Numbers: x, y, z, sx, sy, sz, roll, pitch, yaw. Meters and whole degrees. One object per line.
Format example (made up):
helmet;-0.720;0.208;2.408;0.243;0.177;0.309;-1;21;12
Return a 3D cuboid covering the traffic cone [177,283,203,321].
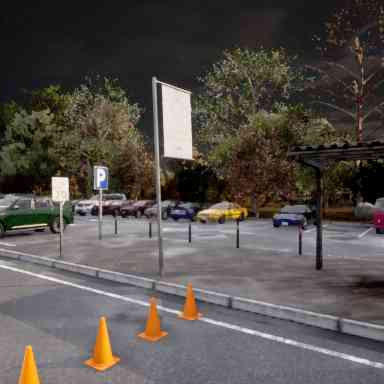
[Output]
traffic cone;-0.032;1.957;6.030;0.340;0.580;0.340;0;0;36

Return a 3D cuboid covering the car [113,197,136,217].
car;-4.329;1.469;30.108;2.097;1.535;5.008;0;0;35

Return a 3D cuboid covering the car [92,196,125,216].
car;-6.600;1.466;31.705;2.097;1.535;5.008;0;0;35

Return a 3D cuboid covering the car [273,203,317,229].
car;7.003;1.513;22.097;2.163;1.488;4.792;0;0;35

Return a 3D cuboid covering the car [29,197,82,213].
car;-15.580;1.444;38.240;1.946;1.575;5.366;0;0;35

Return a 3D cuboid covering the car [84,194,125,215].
car;-8.889;1.212;33.274;2.435;2.045;5.566;0;0;35

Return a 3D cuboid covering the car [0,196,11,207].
car;-29.204;1.333;47.824;1.946;1.575;5.366;1;0;35

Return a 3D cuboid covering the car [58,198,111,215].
car;-11.146;1.461;34.889;2.231;1.521;4.892;0;0;35

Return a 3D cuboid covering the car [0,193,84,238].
car;-8.890;1.221;17.285;2.435;2.045;5.566;0;0;35

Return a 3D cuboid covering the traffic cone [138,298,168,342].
traffic cone;-0.607;1.957;5.214;0.340;0.580;0.340;0;0;35

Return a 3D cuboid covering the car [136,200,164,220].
car;-2.058;1.473;28.512;2.231;1.521;4.892;0;0;35

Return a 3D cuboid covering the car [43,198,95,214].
car;-13.418;1.455;36.488;2.097;1.535;5.008;0;0;35

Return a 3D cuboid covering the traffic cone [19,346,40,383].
traffic cone;-1.758;1.957;3.582;0.340;0.580;0.340;0;0;35

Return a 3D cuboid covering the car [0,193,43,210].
car;-22.515;1.153;42.857;2.435;2.045;5.566;0;0;35

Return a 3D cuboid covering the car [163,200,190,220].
car;0.225;1.504;26.935;2.163;1.488;4.792;0;0;35

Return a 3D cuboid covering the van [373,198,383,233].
van;11.627;1.264;19.023;1.878;1.987;4.442;0;0;35

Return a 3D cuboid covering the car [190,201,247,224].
car;2.372;1.475;25.162;1.946;1.575;5.366;0;0;35

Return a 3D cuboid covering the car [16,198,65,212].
car;-17.971;1.469;39.660;2.163;1.488;4.792;0;0;35

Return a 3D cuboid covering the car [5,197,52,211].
car;-20.214;1.452;41.309;2.163;1.488;4.792;0;0;35

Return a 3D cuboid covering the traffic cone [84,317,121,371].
traffic cone;-1.182;1.957;4.398;0.340;0.580;0.340;0;0;35
